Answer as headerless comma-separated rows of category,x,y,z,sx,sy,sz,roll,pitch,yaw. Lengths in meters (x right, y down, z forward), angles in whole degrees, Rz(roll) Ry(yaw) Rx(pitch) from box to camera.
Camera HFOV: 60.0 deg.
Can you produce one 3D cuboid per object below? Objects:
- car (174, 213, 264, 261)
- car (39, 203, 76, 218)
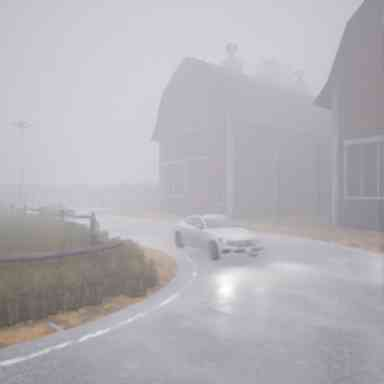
car,0.807,1.593,12.919,1.812,1.442,4.674,1,0,-26
car,-11.867,1.652,29.244,1.895,1.301,4.718,1,0,-40
